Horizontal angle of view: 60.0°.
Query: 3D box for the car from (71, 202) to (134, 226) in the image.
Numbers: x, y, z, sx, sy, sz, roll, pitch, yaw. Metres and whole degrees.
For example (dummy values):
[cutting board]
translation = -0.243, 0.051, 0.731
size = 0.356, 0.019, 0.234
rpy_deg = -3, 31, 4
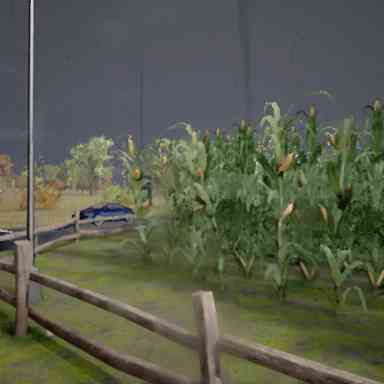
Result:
[car]
translation = -5.827, 1.387, 22.055
size = 1.994, 1.385, 4.181
rpy_deg = 1, 0, 37
